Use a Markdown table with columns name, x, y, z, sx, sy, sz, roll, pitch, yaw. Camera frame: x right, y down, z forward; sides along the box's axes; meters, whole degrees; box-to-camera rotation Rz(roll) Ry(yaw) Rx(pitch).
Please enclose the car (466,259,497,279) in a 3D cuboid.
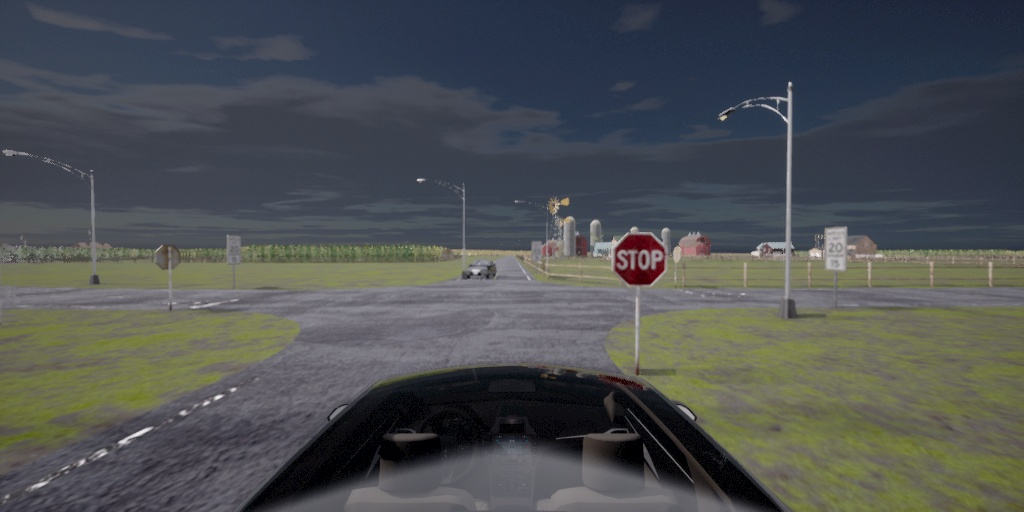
| name | x | y | z | sx | sy | sz | roll | pitch | yaw |
| --- | --- | --- | --- | --- | --- | --- | --- | --- | --- |
| car | -2.462 | 1.028 | 29.916 | 2.128 | 1.511 | 4.902 | 0 | 1 | 8 |
